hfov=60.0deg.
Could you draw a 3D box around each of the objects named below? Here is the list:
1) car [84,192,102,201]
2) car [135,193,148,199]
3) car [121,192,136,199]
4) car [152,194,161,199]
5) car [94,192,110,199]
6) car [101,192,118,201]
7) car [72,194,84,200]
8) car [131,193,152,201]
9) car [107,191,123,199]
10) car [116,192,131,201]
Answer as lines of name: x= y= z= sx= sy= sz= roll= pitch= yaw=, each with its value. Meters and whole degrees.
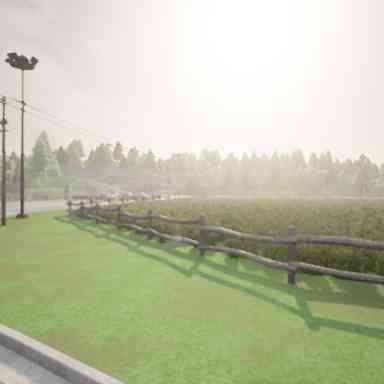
car: x=-21.166 y=1.137 z=73.588 sx=2.033 sy=1.411 sz=5.357 roll=0 pitch=0 yaw=10
car: x=-12.465 y=0.952 z=82.636 sx=1.837 sy=1.490 sz=4.892 roll=0 pitch=0 yaw=10
car: x=-15.916 y=0.786 z=83.212 sx=2.097 sy=1.767 sz=4.553 roll=0 pitch=0 yaw=10
car: x=-9.013 y=1.068 z=82.059 sx=1.895 sy=1.301 sz=4.718 roll=0 pitch=0 yaw=10
car: x=-22.806 y=0.888 z=84.456 sx=1.837 sy=1.490 sz=4.892 roll=0 pitch=0 yaw=10
car: x=-17.630 y=1.132 z=73.484 sx=1.812 sy=1.442 sz=4.674 roll=0 pitch=0 yaw=10
car: x=-24.613 y=1.116 z=74.195 sx=2.033 sy=1.411 sz=5.357 roll=0 pitch=0 yaw=10
car: x=-10.825 y=1.186 z=71.768 sx=2.128 sy=1.511 sz=4.902 roll=0 pitch=0 yaw=10
car: x=-19.363 y=0.764 z=83.819 sx=2.097 sy=1.767 sz=4.553 roll=0 pitch=0 yaw=10
car: x=-14.195 y=1.234 z=72.815 sx=1.895 sy=1.301 sz=4.718 roll=0 pitch=0 yaw=10
